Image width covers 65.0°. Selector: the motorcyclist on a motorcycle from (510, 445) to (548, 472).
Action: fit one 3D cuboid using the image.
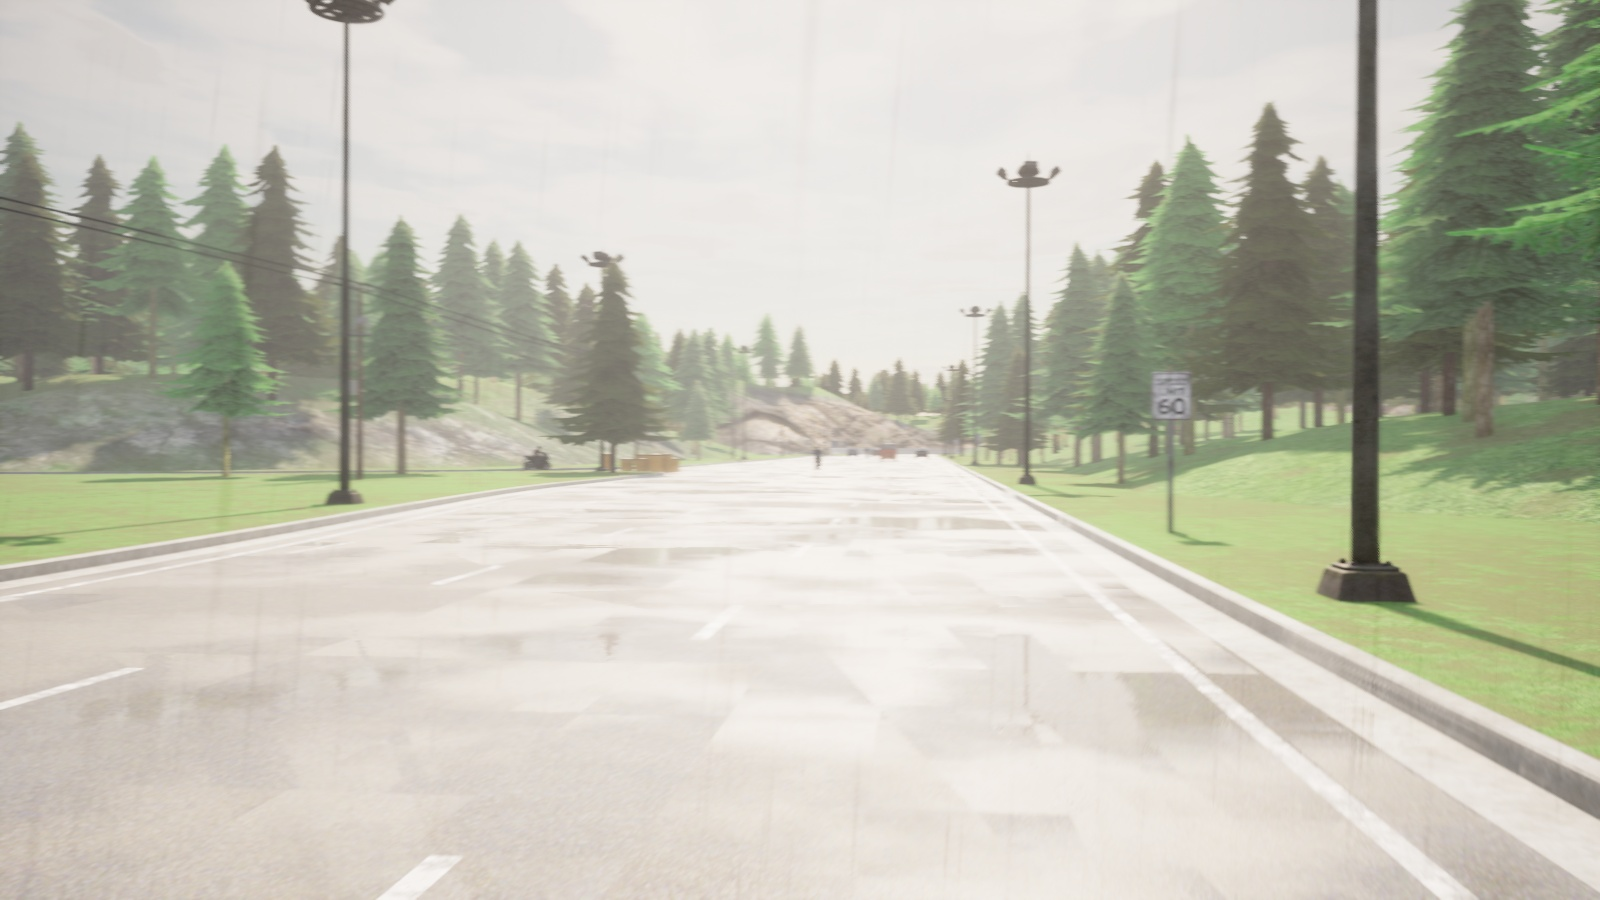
[{"bbox_3d":[-15.451,0.480,71.688,0.797,1.523,2.044,0,0,39],"label":"motorcyclist on a motorcycle"}]
